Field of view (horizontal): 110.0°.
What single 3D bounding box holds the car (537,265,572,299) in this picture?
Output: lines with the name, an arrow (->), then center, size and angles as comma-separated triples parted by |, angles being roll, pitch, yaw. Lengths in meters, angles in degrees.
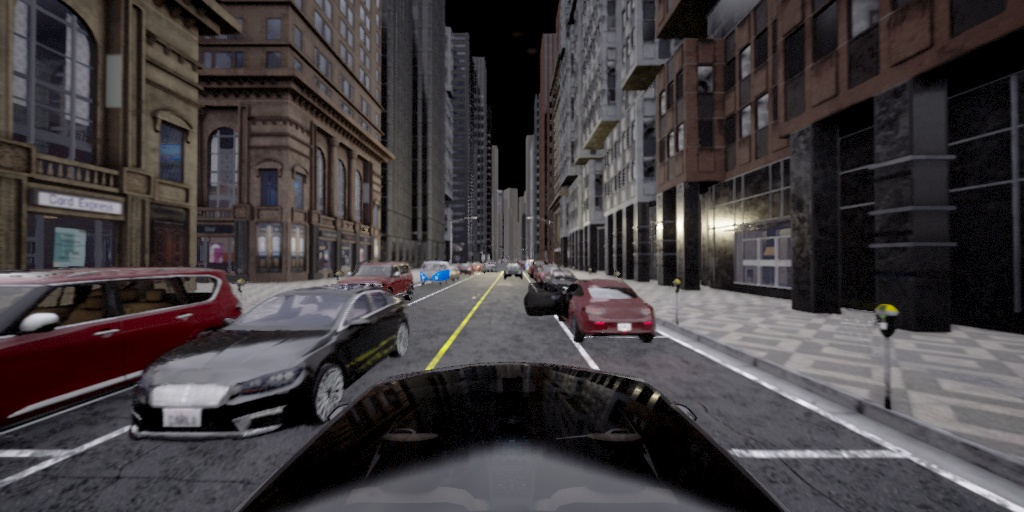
car -> 2.804, 1.456, 21.175 | 2.007, 1.370, 4.403 | 0, 0, 0

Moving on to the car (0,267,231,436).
car -> -5.759, 1.085, 4.378 | 2.192, 1.841, 5.009 | 0, 0, 0

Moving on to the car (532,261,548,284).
car -> 2.817, 1.391, 26.778 | 1.967, 1.591, 4.097 | 0, 0, 0

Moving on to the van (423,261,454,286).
van -> -5.708, 1.292, 26.783 | 1.690, 1.789, 3.998 | 0, 0, 0

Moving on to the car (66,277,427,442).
car -> -3.094, 1.274, 5.823 | 2.128, 1.511, 4.902 | 0, 0, 0

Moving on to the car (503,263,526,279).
car -> 0.135, 1.630, 36.159 | 1.895, 1.301, 4.718 | 0, 0, 1

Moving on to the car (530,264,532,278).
car -> 2.829, 1.580, 32.379 | 1.802, 1.307, 4.207 | 0, 0, 0

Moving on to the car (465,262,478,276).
car -> -5.671, 1.532, 43.588 | 1.967, 1.591, 4.097 | 0, 0, 0

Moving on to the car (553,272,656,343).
car -> 2.367, 1.340, 9.829 | 1.812, 1.442, 4.674 | 0, 0, 0

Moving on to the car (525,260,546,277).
car -> 2.842, 1.359, 37.981 | 2.192, 1.841, 5.009 | 0, 0, 0

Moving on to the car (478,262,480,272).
car -> -5.645, 1.627, 54.791 | 1.967, 1.591, 4.097 | 0, 0, 0

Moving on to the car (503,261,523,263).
car -> 0.135, 1.734, 48.465 | 1.895, 1.301, 4.718 | 0, 0, 1

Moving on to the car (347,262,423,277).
car -> -5.734, 1.174, 15.581 | 2.192, 1.841, 5.009 | 0, 0, 0

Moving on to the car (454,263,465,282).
car -> -5.696, 1.523, 32.214 | 1.751, 1.417, 4.829 | 0, 0, 0

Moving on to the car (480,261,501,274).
car -> -2.896, 1.738, 48.814 | 1.994, 1.385, 4.181 | 0, 0, 0
